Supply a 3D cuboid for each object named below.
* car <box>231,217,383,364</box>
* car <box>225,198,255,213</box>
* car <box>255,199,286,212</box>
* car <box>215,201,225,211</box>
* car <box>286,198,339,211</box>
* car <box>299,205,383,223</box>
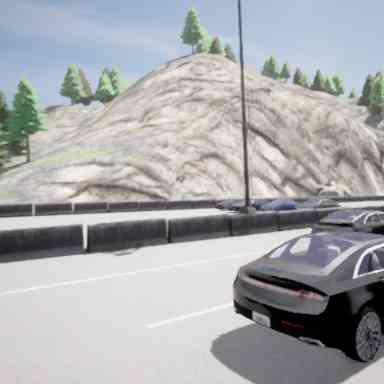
[{"bbox_3d":[2.899,1.456,5.830,4.902,1.511,2.128,-1,0,-35],"label":"car"},{"bbox_3d":[6.326,1.383,34.286,5.357,1.411,2.033,0,0,-35],"label":"car"},{"bbox_3d":[8.525,1.361,31.553,4.674,1.442,1.812,0,0,-35],"label":"car"},{"bbox_3d":[4.632,1.396,37.371,4.181,1.385,1.994,0,0,-35],"label":"car"},{"bbox_3d":[10.851,1.325,28.912,4.902,1.511,2.128,0,0,-35],"label":"car"},{"bbox_3d":[6.607,1.409,12.757,4.902,1.511,2.128,0,0,-35],"label":"car"}]
